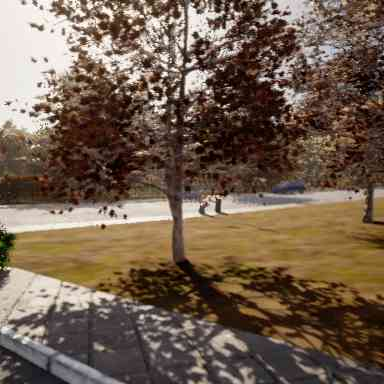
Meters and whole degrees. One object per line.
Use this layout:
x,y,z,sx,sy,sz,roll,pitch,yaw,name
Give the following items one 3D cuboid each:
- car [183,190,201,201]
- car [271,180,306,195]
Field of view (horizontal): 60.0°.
-0.764,0.441,41.487,4.674,1.442,1.812,-3,3,-33,car
14.578,-0.707,50.069,5.566,2.045,2.150,-3,3,-25,car
